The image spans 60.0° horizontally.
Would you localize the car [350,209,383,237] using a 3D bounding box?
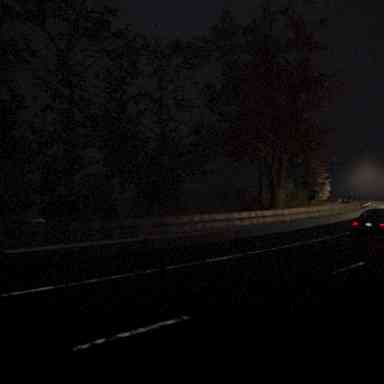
[{"bbox_3d":[10.024,1.577,17.408,2.033,1.411,5.357,0,0,44],"label":"car"}]
